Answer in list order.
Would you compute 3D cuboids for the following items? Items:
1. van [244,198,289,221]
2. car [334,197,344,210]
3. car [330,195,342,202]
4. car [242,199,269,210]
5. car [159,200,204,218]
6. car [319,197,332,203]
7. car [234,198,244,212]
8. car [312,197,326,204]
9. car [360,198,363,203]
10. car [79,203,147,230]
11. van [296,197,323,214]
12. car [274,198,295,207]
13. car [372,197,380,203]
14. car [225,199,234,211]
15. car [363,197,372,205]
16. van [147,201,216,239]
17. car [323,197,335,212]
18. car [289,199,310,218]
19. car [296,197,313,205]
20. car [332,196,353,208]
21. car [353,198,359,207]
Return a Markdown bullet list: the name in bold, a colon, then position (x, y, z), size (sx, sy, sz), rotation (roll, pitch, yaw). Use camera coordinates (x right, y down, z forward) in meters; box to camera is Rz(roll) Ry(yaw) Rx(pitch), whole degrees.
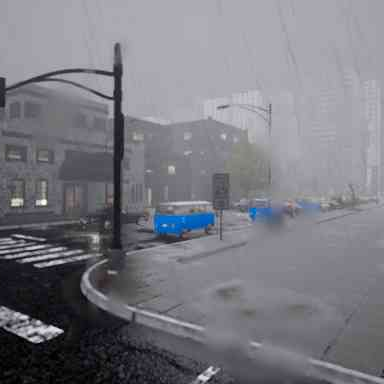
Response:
- **van**: position (6.067, 1.430, 26.798), size (1.690, 1.788, 3.998), rotation (0, 0, 35)
- **car**: position (18.736, 1.723, 44.889), size (1.947, 1.339, 4.313), rotation (0, 0, 35)
- **car**: position (37.224, 1.702, 85.893), size (1.967, 1.590, 4.097), rotation (0, 0, 35)
- **car**: position (8.716, 1.618, 45.189), size (1.887, 1.381, 4.507), rotation (0, 0, 35)
- **car**: position (-0.885, 1.548, 31.481), size (1.752, 1.417, 4.829), rotation (0, 0, 35)
- **car**: position (30.888, 1.781, 76.848), size (1.947, 1.339, 4.313), rotation (0, 0, 35)
- **car**: position (7.041, 1.577, 38.259), size (1.837, 1.490, 4.892), rotation (1, 0, 35)
- **car**: position (27.623, 1.718, 72.186), size (1.752, 1.417, 4.829), rotation (0, 0, 35)
- **car**: position (28.337, 1.742, 58.597), size (1.752, 1.417, 4.829), rotation (0, 0, 35)
- **car**: position (-4.847, 1.519, 21.305), size (1.837, 1.490, 4.892), rotation (1, 0, 35)
- **van**: position (12.403, 1.463, 35.843), size (1.690, 1.788, 3.998), rotation (0, 0, 35)
- **car**: position (15.051, 1.655, 54.234), size (1.887, 1.381, 4.507), rotation (0, 0, 35)
- **car**: position (44.078, 1.893, 81.072), size (1.947, 1.339, 4.313), rotation (0, 0, 35)
- **car**: position (5.549, 1.496, 40.667), size (1.967, 1.590, 4.097), rotation (0, 0, 35)
- **car**: position (34.575, 1.804, 67.503), size (1.887, 1.381, 4.507), rotation (0, 0, 35)
- **van**: position (-0.268, 1.401, 17.752), size (1.690, 1.788, 3.998), rotation (0, 0, 35)
- **car**: position (15.667, 1.665, 40.506), size (1.752, 1.417, 4.829), rotation (0, 0, 35)
- **car**: position (9.234, 1.650, 31.320), size (1.887, 1.381, 4.507), rotation (0, 0, 35)
- **car**: position (21.386, 1.695, 63.279), size (1.887, 1.381, 4.507), rotation (0, 0, 35)
- **car**: position (21.906, 1.491, 49.413), size (2.192, 1.841, 5.009), rotation (0, 0, 35)
- **car**: position (25.074, 1.511, 53.936), size (2.192, 1.841, 5.009), rotation (0, 0, 35)
